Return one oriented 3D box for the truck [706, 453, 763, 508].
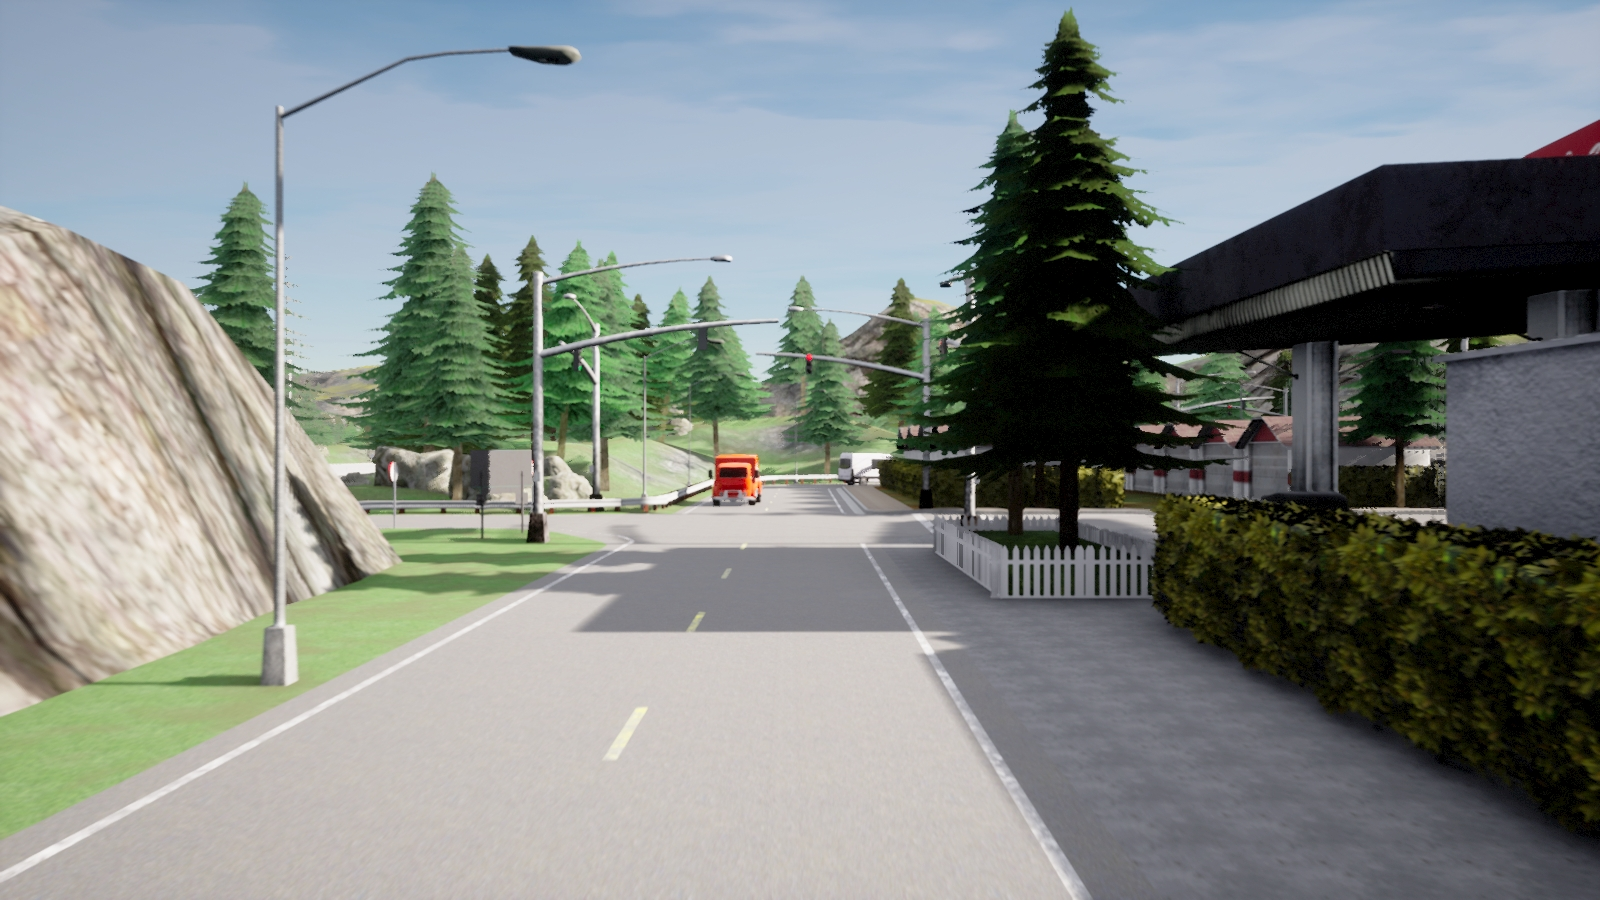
[{"bbox_3d":[-3.298,1.528,58.977,2.627,2.467,5.204,0,2,0],"label":"truck"}]
